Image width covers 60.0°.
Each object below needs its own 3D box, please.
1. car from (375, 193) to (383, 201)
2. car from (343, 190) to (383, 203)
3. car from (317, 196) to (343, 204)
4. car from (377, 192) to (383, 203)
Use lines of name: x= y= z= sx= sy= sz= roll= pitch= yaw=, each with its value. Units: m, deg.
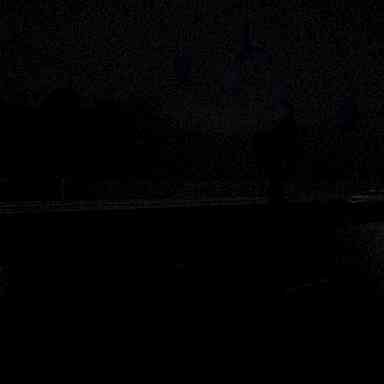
car: x=22.579 y=1.108 z=36.419 sx=4.892 sy=1.490 sz=1.837 roll=-1 pitch=0 yaw=-33
car: x=20.940 y=0.816 z=39.528 sx=5.566 sy=2.045 sz=2.150 roll=-1 pitch=0 yaw=-33
car: x=17.786 y=1.214 z=41.642 sx=4.718 sy=1.301 sz=1.895 roll=-1 pitch=1 yaw=-33
car: x=30.041 y=0.786 z=49.631 sx=4.902 sy=1.511 sz=2.128 roll=-2 pitch=1 yaw=-32
